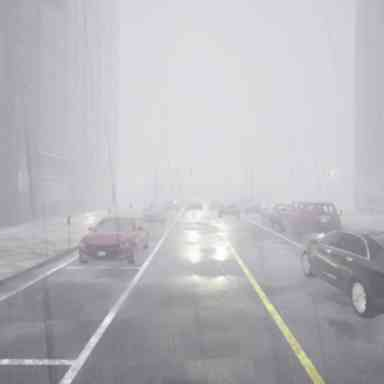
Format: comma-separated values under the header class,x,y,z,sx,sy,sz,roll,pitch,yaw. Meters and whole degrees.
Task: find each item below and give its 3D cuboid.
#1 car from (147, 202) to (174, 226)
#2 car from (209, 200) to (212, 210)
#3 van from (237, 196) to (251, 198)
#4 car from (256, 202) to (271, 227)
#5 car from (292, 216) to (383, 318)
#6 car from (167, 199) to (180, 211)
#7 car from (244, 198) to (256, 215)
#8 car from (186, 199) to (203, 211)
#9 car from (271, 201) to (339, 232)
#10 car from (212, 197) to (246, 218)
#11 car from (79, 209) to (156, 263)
class,x,y,z,sx,sy,sz,roll,pitch,yaw
car,-2.493,1.579,23.160,1.802,1.307,4.206,0,0,0
car,3.369,1.595,44.022,1.994,1.385,4.181,0,0,1
van,6.176,1.393,40.036,1.690,1.788,3.998,0,0,0
car,6.031,1.495,23.090,1.967,1.590,4.097,0,0,0
car,3.946,1.539,7.440,1.837,1.490,4.892,0,0,0
car,-2.349,1.560,40.107,1.947,1.339,4.313,0,0,0
car,6.127,1.636,34.387,1.802,1.307,4.206,0,0,0
car,0.326,1.576,40.390,1.994,1.385,4.181,0,0,0
car,5.984,1.368,17.441,2.192,1.841,5.009,0,0,0
car,3.278,1.529,30.470,2.128,1.511,4.902,0,0,1
car,-2.589,1.537,11.863,1.887,1.381,4.507,0,0,0
